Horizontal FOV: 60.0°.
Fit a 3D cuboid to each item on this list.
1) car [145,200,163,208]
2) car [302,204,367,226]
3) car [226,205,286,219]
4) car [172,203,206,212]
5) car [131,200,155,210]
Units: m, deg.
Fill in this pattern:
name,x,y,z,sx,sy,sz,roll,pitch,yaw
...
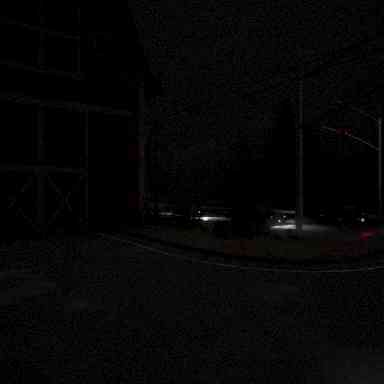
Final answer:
name,x,y,z,sx,sy,sz,roll,pitch,yaw
car,-5.404,1.866,41.044,1.895,1.301,4.718,0,0,-34
car,10.300,1.665,24.705,1.837,1.490,4.892,0,0,-34
car,4.805,1.720,26.171,2.033,1.411,5.357,0,0,-34
car,-0.417,1.784,33.781,1.994,1.385,4.181,0,0,-34
car,-7.491,1.885,50.613,1.994,1.385,4.181,0,0,-34
